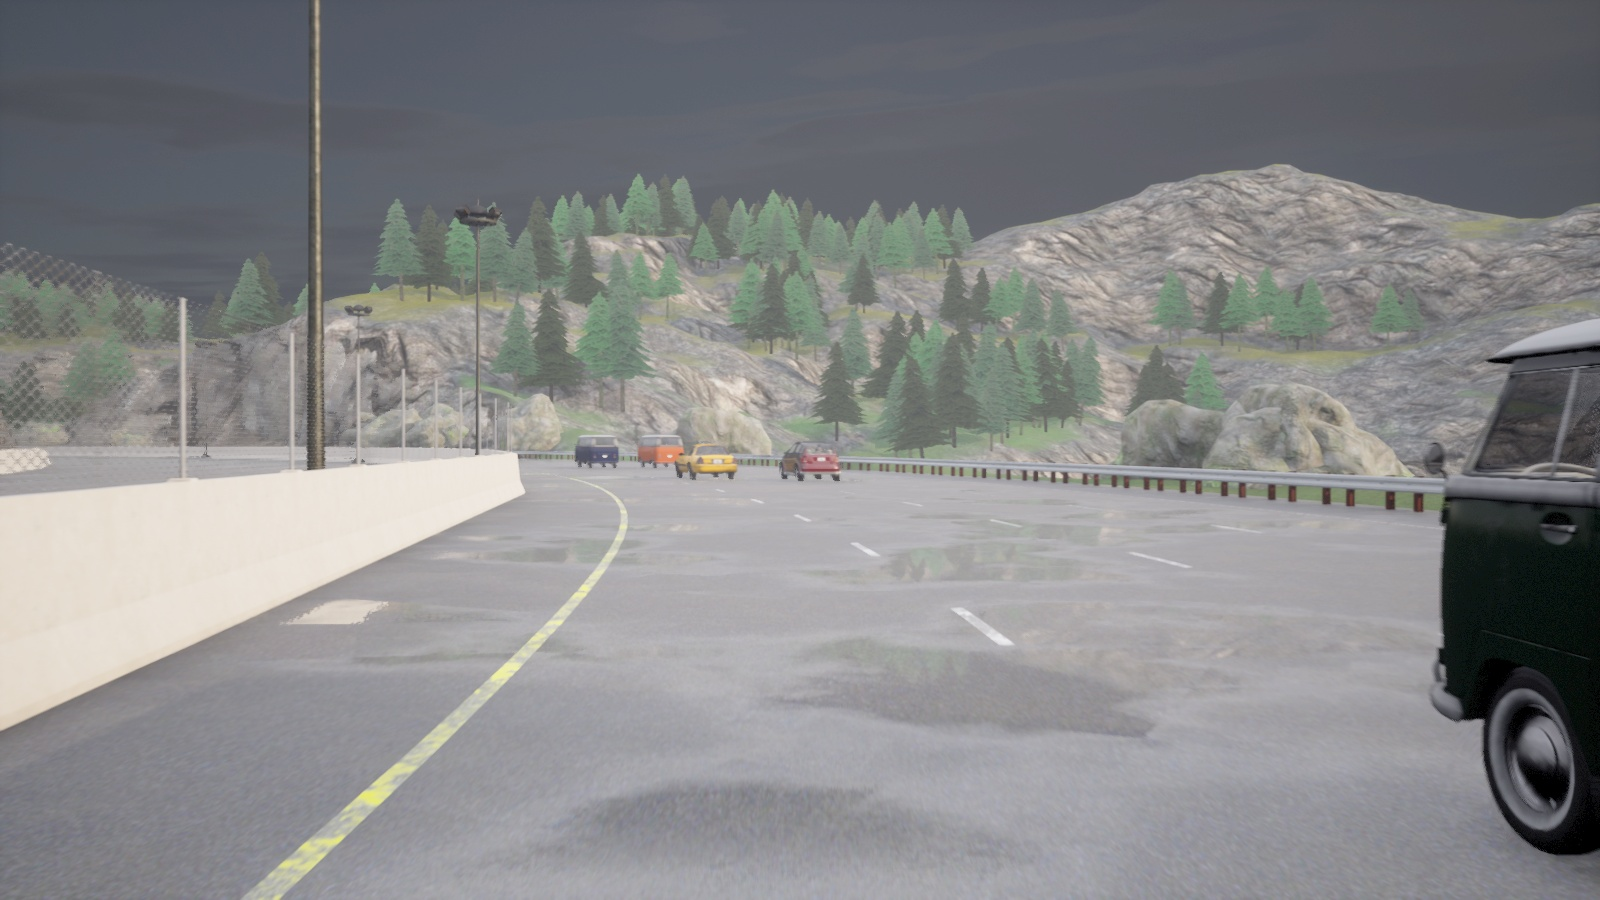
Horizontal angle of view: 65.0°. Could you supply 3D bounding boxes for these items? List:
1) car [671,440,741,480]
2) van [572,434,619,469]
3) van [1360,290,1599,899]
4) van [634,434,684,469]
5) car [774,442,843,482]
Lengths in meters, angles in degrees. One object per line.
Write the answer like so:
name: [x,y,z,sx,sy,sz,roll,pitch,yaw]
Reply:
car: [-3.952,0.389,52.006,1.801,1.575,5.366,0,0,-16]
van: [-12.214,0.068,74.809,1.775,1.987,4.442,0,0,-23]
van: [3.479,0.482,3.503,1.775,1.987,4.442,0,0,-1]
van: [-8.437,0.071,74.894,1.775,1.987,4.442,0,0,-23]
car: [0.298,0.445,49.811,1.789,1.549,3.705,0,0,-15]
